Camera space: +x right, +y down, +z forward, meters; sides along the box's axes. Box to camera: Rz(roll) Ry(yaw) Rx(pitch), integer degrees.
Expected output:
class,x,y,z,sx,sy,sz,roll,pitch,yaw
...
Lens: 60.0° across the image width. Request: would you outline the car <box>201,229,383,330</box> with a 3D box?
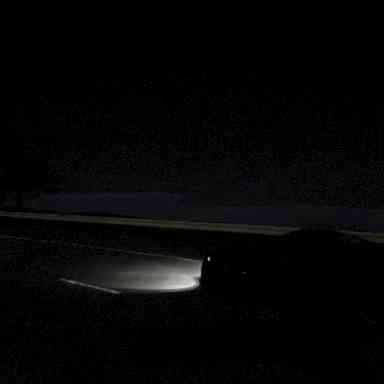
class,x,y,z,sx,sy,sz,roll,pitch,yaw
car,2.251,1.455,6.736,4.181,1.385,1.994,0,1,35
